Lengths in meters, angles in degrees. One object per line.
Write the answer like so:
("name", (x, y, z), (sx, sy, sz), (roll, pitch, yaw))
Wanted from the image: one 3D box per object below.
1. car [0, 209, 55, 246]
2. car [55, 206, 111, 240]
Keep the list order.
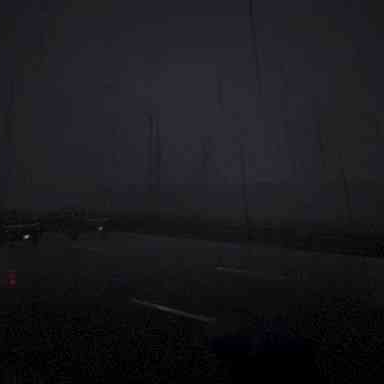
("car", (-8.269, 1.492, 14.066), (4.902, 1.511, 2.128), (0, 0, 36))
("car", (-6.236, 1.492, 16.916), (4.902, 1.511, 2.128), (0, 0, 36))
